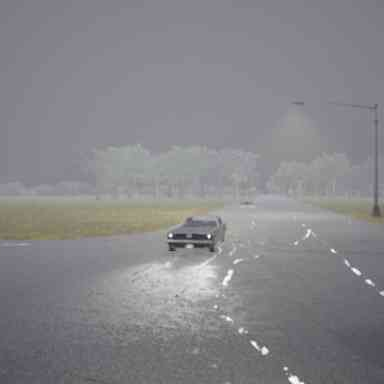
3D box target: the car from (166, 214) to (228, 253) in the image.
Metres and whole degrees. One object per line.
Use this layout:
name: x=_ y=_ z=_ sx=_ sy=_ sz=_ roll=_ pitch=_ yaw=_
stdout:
car: x=0.363 y=1.665 z=14.224 sx=1.895 sy=1.301 sz=4.718 roll=0 pitch=0 yaw=12

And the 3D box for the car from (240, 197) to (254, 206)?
car: x=8.964 y=1.543 z=53.968 sx=1.994 sy=1.385 sz=4.181 roll=0 pitch=0 yaw=12
